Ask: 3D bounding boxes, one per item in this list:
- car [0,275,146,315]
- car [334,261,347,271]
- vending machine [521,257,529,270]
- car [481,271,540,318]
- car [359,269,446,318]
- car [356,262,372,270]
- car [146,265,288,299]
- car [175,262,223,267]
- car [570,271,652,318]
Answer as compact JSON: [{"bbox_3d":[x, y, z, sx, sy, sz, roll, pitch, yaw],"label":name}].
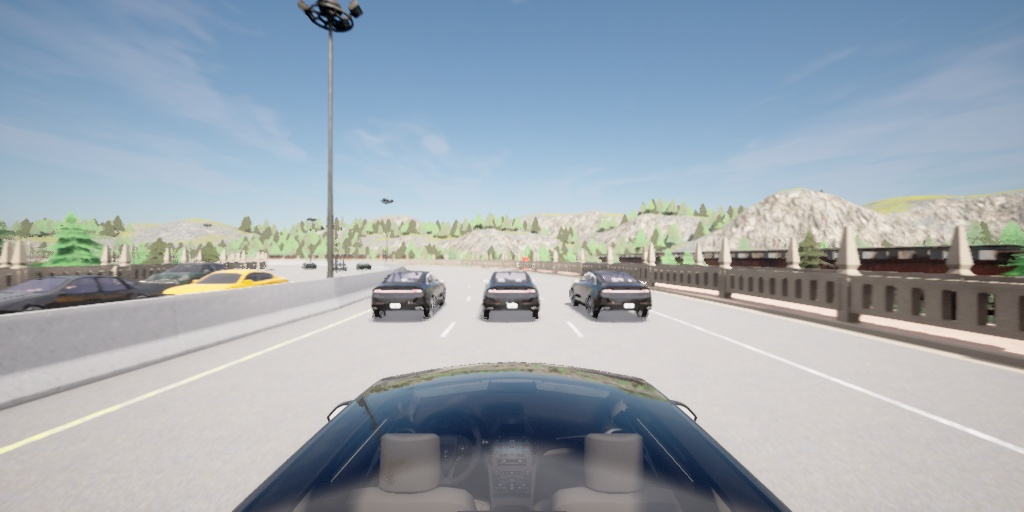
[{"bbox_3d":[-14.215,1.337,11.552,2.033,1.411,5.357,0,0,-2],"label":"car"},{"bbox_3d":[-25.094,1.440,52.130,2.128,1.511,4.902,0,0,-28],"label":"car"},{"bbox_3d":[1.978,1.151,54.820,1.100,2.100,0.880,0,0,-23],"label":"vending machine"},{"bbox_3d":[-0.088,1.286,13.147,2.128,1.511,4.902,0,0,-2],"label":"car"},{"bbox_3d":[-3.595,1.286,13.155,2.128,1.511,4.902,0,0,-2],"label":"car"},{"bbox_3d":[-22.850,1.562,55.383,1.895,1.301,4.718,0,0,-29],"label":"car"},{"bbox_3d":[-10.876,1.276,14.078,1.882,1.535,5.008,0,0,-3],"label":"car"},{"bbox_3d":[-18.551,1.178,20.850,2.097,1.767,4.553,0,0,-9],"label":"car"},{"bbox_3d":[3.410,1.286,13.141,2.128,1.511,4.902,0,0,-2],"label":"car"}]
